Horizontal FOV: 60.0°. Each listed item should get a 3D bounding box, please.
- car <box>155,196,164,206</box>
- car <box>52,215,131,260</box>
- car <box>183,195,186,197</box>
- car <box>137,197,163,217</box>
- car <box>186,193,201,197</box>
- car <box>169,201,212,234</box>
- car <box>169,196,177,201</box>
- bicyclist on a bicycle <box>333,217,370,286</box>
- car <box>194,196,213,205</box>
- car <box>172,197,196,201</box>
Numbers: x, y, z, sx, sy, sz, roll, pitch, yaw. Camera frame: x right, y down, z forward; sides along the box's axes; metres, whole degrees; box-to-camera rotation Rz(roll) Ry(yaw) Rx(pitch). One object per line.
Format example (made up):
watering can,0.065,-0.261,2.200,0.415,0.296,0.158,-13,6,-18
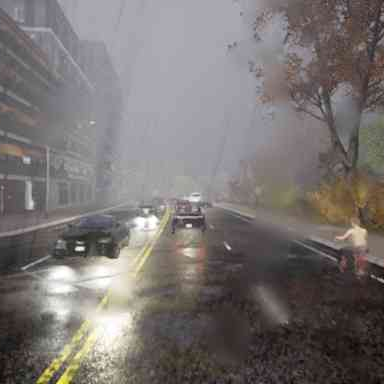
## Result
car,-5.688,1.462,56.251,1.882,1.535,5.008,0,0,-4
car,-3.506,1.566,12.295,1.994,1.385,4.181,0,0,-1
car,-1.263,1.484,77.882,1.812,1.442,4.674,0,0,-7
car,-4.164,1.490,31.912,2.128,1.511,4.902,0,0,-3
car,0.593,1.199,59.833,2.150,2.045,5.566,0,0,-5
car,-0.232,1.491,19.303,2.128,1.511,4.902,0,0,-2
car,-4.146,1.562,74.428,1.895,1.301,4.718,0,0,-6
bicyclist on a bicycle,4.091,1.435,8.435,0.866,1.612,1.509,0,0,-1
car,1.692,1.586,46.510,1.895,1.301,4.718,0,0,-4
car,-0.997,1.557,37.317,1.994,1.385,4.181,0,0,-3
